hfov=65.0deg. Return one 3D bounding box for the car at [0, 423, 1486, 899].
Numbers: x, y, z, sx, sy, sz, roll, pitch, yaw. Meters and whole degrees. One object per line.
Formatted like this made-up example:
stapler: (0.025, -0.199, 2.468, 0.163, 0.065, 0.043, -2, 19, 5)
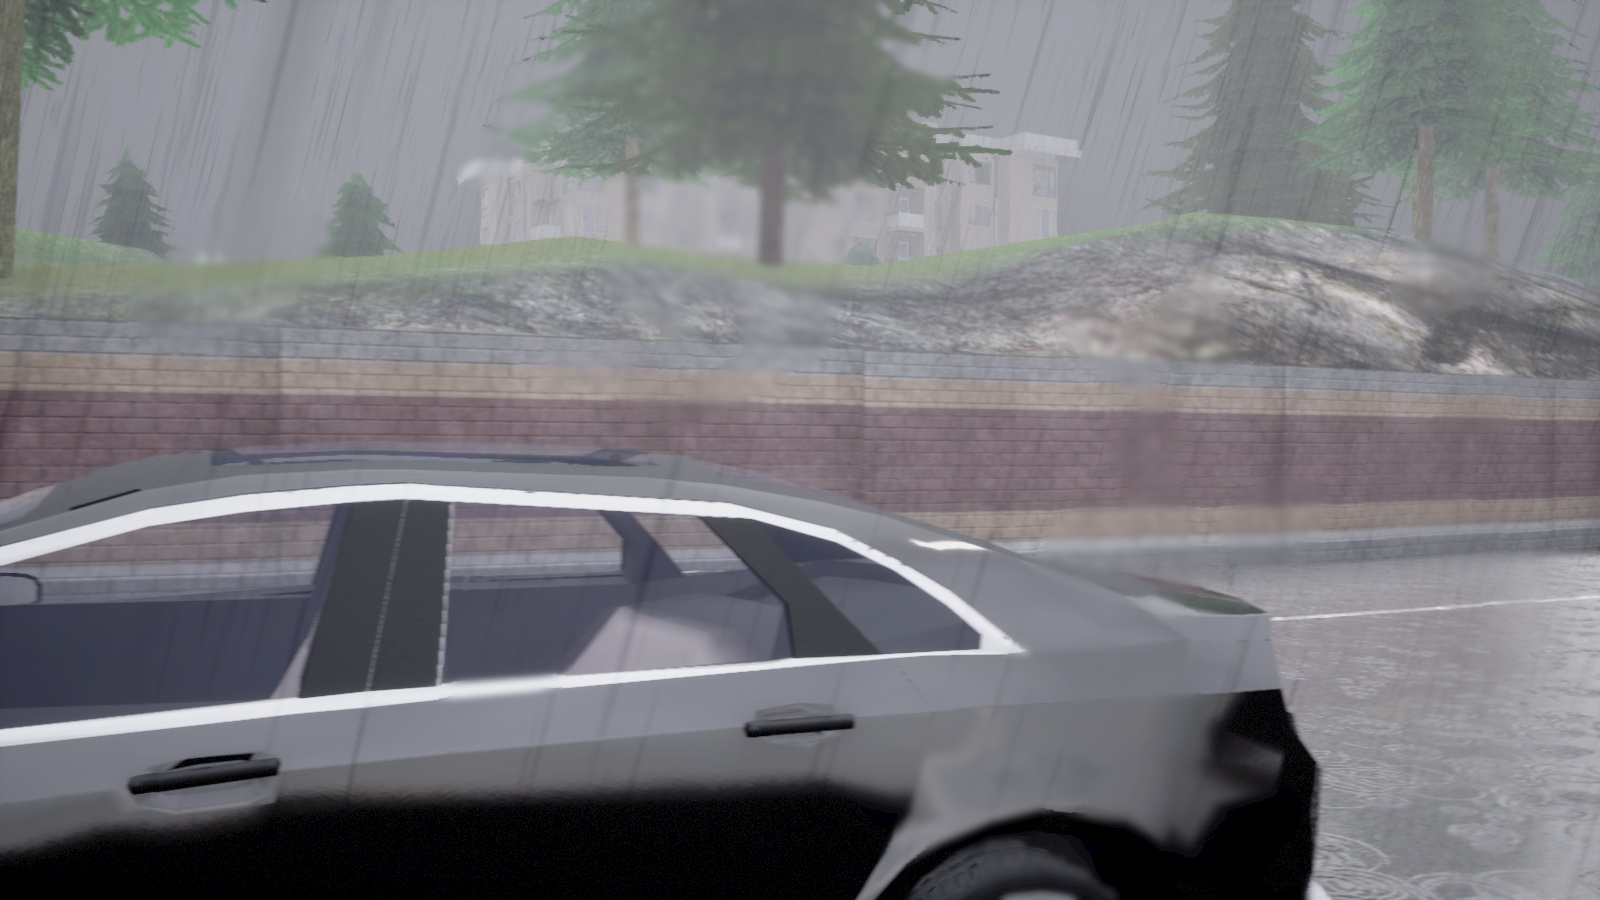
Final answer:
car: (-1.248, 0.724, 2.741, 4.902, 1.511, 2.128, -1, 1, -20)
